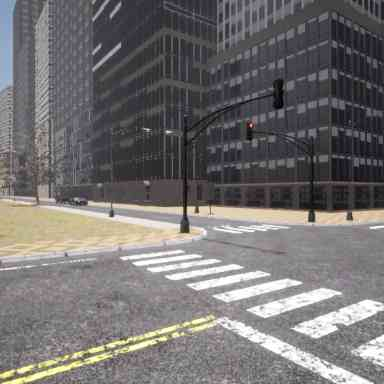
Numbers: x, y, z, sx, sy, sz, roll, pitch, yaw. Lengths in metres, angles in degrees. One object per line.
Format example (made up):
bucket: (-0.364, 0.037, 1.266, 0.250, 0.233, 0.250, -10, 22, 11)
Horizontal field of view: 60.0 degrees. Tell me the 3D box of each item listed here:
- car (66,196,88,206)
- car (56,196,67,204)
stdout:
car: (-18.849, 1.603, 55.243, 1.895, 1.301, 4.718, 0, 0, -35)
car: (-24.641, 1.512, 63.508, 1.837, 1.490, 4.892, 0, 0, -35)
